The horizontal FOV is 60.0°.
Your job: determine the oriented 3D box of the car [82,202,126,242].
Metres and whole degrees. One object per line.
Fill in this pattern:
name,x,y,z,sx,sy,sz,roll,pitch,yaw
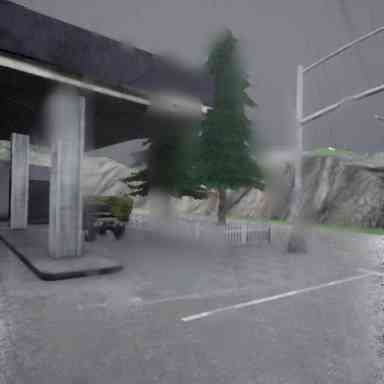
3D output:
car,-5.117,1.506,17.854,1.905,1.878,3.866,2,-1,-36
